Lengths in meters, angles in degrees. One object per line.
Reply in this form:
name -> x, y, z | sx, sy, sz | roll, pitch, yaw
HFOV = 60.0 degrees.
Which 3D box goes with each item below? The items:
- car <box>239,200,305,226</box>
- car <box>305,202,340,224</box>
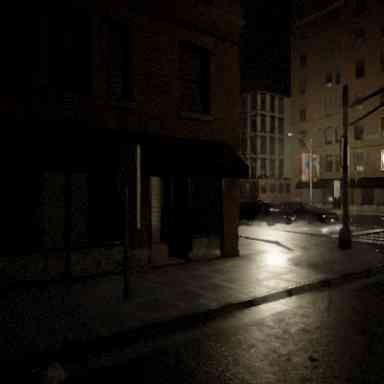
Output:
car -> 4.627, 1.322, 21.845 | 1.837, 1.490, 4.892 | 0, 1, -35
car -> 7.539, 1.379, 23.398 | 2.033, 1.411, 5.357 | 0, 1, -32
